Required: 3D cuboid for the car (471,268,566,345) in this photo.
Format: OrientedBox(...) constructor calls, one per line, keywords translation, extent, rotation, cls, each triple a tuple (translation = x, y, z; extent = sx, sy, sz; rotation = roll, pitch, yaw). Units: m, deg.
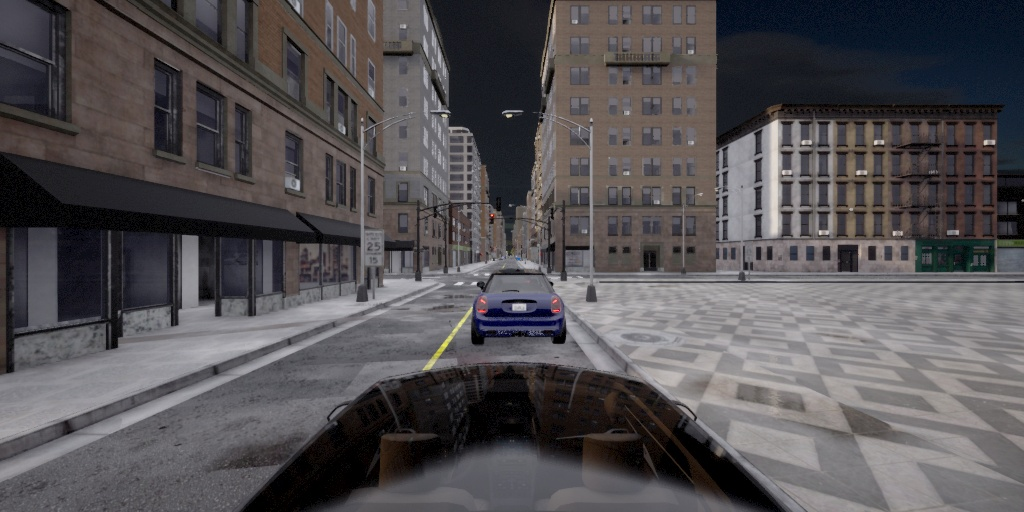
OrientedBox(translation=(0.100, 1.102, 9.706), extent=(2.097, 1.767, 4.553), rotation=(0, 0, -1), cls="car")
